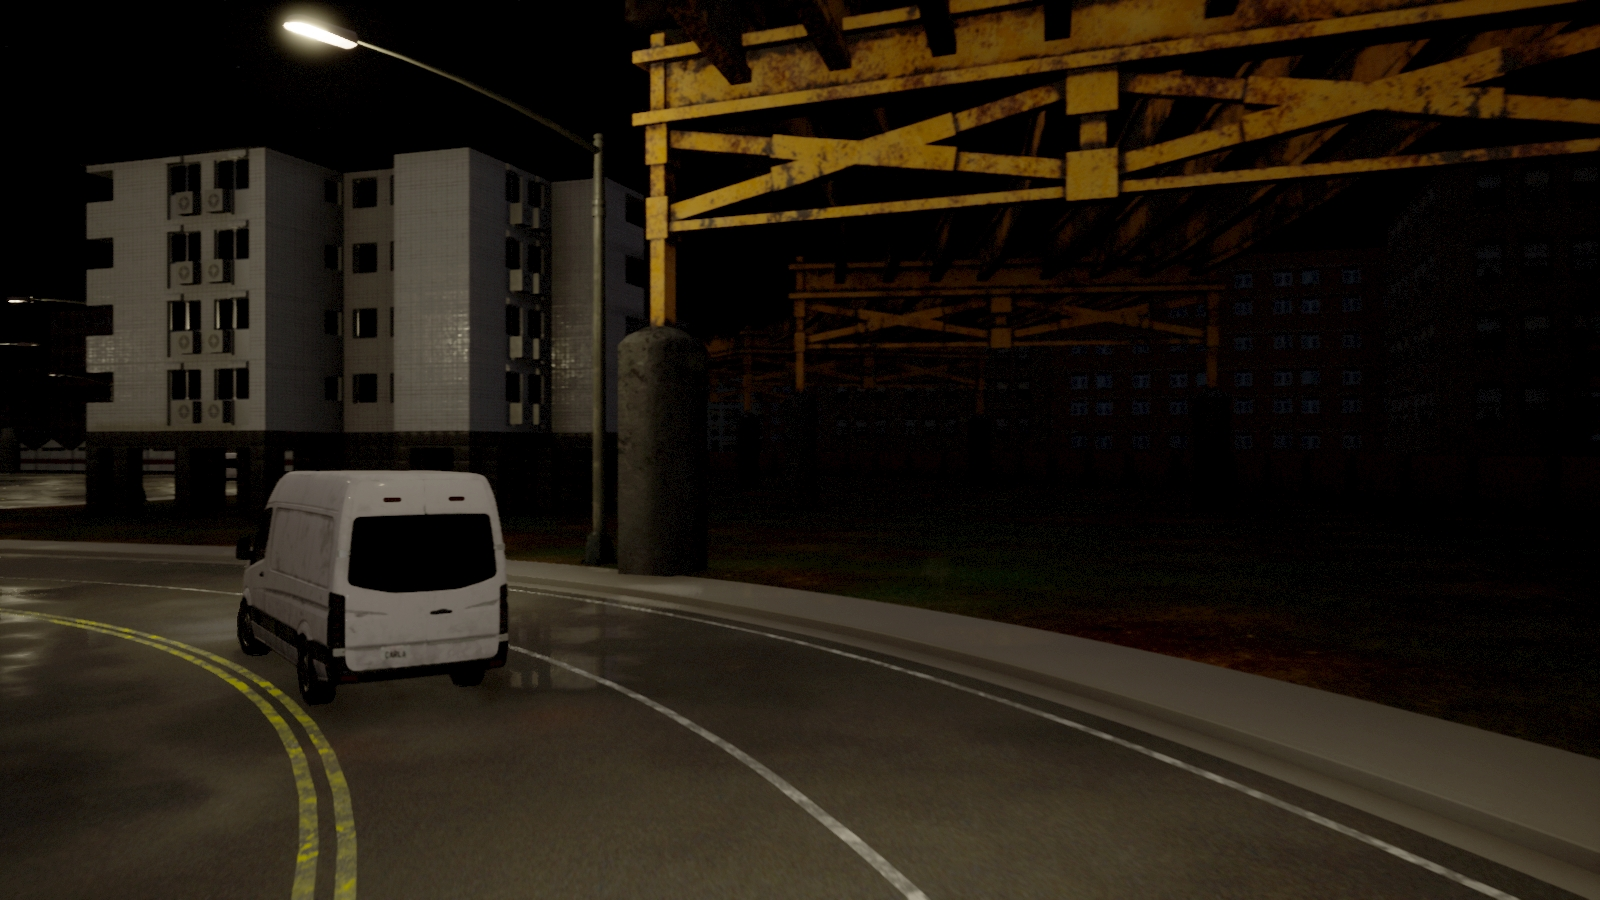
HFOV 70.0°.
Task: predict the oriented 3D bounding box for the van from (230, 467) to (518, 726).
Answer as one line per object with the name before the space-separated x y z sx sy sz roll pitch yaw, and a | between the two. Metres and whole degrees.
van | -5.683 1.533 14.622 1.988 2.561 5.915 1 0 -35
